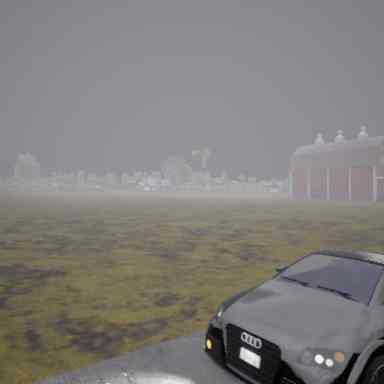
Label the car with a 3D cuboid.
[{"bbox_3d":[2.226,1.563,4.684,4.181,1.385,1.994,0,0,-36],"label":"car"}]
